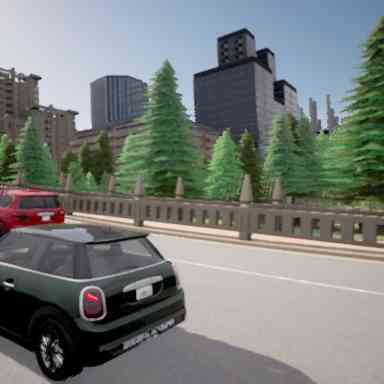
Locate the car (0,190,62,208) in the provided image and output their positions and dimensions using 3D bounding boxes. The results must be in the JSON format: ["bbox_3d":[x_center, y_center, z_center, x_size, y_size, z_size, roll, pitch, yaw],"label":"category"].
[{"bbox_3d":[-7.478,0.910,13.624,5.566,2.045,2.150,4,2,35],"label":"car"}]

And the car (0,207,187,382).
[{"bbox_3d":[-2.363,1.322,5.672,4.553,1.767,2.097,1,1,36],"label":"car"}]
